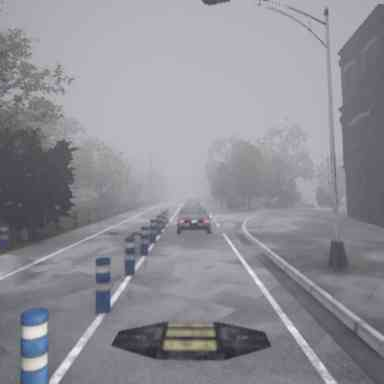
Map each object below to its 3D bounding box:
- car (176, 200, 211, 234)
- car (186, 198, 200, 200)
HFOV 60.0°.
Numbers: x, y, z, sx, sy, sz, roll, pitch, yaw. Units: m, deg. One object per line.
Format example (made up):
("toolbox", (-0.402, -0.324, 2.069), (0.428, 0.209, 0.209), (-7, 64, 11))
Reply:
("car", (0.093, 1.443, 18.700), (2.033, 1.411, 5.357), (-1, 1, 0))
("car", (0.108, 1.372, 41.446), (1.994, 1.385, 4.181), (0, 0, 0))
